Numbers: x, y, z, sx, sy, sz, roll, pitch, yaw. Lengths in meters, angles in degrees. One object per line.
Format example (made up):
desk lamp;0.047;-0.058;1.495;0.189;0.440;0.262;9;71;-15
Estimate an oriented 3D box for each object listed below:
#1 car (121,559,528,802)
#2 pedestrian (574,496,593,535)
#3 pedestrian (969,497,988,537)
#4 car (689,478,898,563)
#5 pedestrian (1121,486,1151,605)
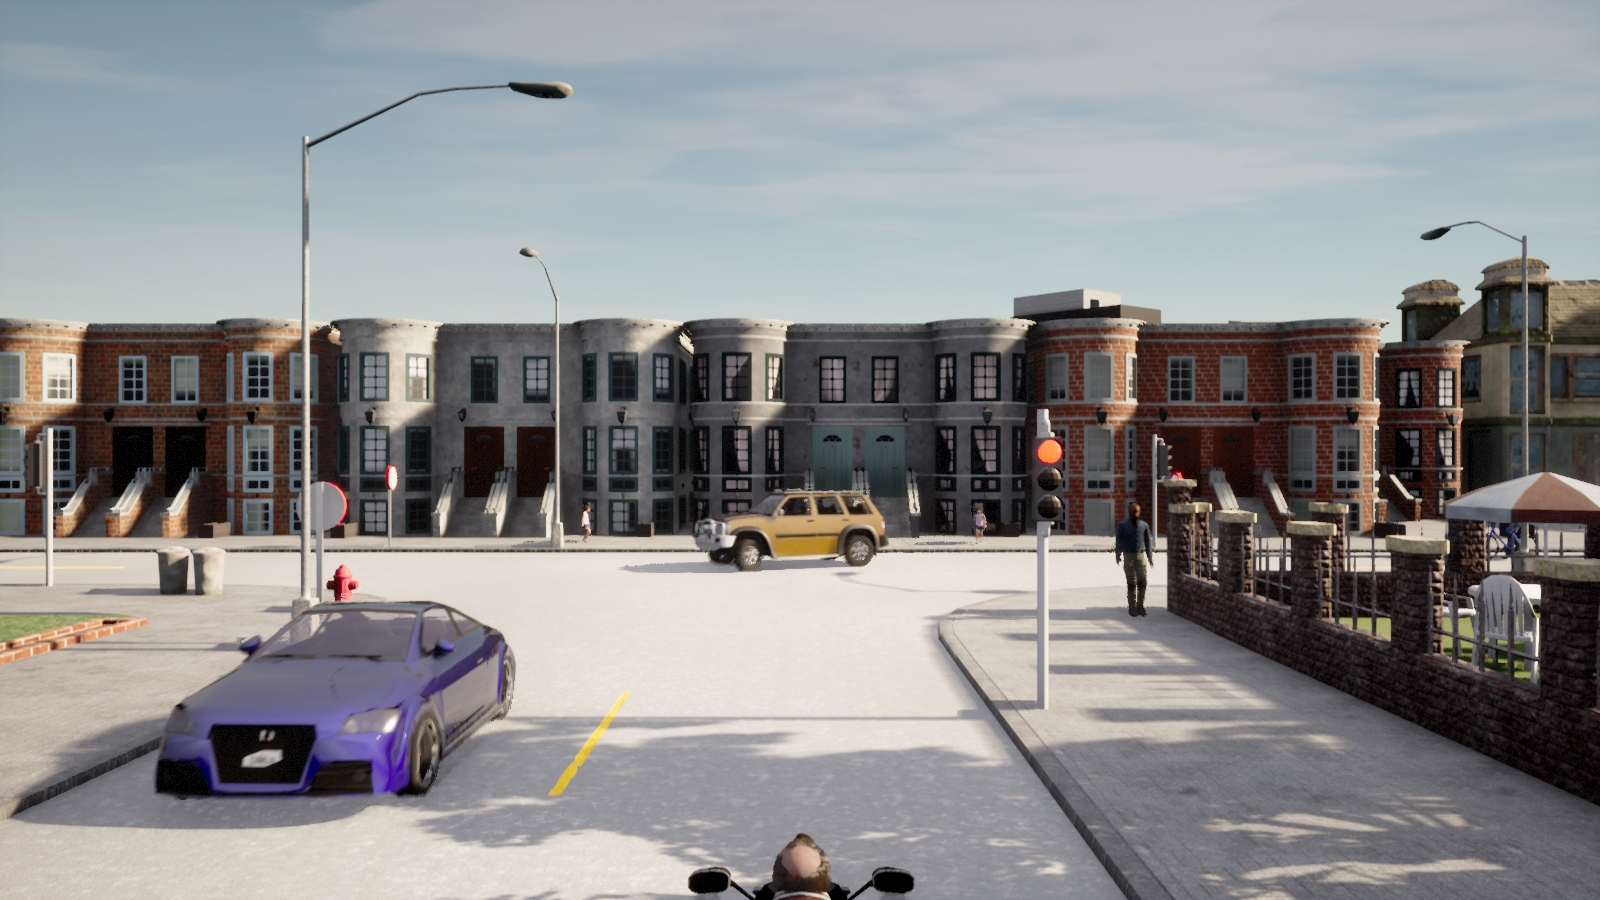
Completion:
car;-4.000;1.894;10.502;1.994;1.385;4.181;0;0;0
pedestrian;-6.237;1.891;32.961;0.500;1.100;0.500;0;0;-5
pedestrian;5.049;1.892;32.310;0.500;1.100;0.500;0;0;11
car;-0.157;1.633;27.399;4.605;1.855;1.932;0;-2;-25
pedestrian;5.346;1.508;18.173;0.375;1.860;0.375;0;0;2
